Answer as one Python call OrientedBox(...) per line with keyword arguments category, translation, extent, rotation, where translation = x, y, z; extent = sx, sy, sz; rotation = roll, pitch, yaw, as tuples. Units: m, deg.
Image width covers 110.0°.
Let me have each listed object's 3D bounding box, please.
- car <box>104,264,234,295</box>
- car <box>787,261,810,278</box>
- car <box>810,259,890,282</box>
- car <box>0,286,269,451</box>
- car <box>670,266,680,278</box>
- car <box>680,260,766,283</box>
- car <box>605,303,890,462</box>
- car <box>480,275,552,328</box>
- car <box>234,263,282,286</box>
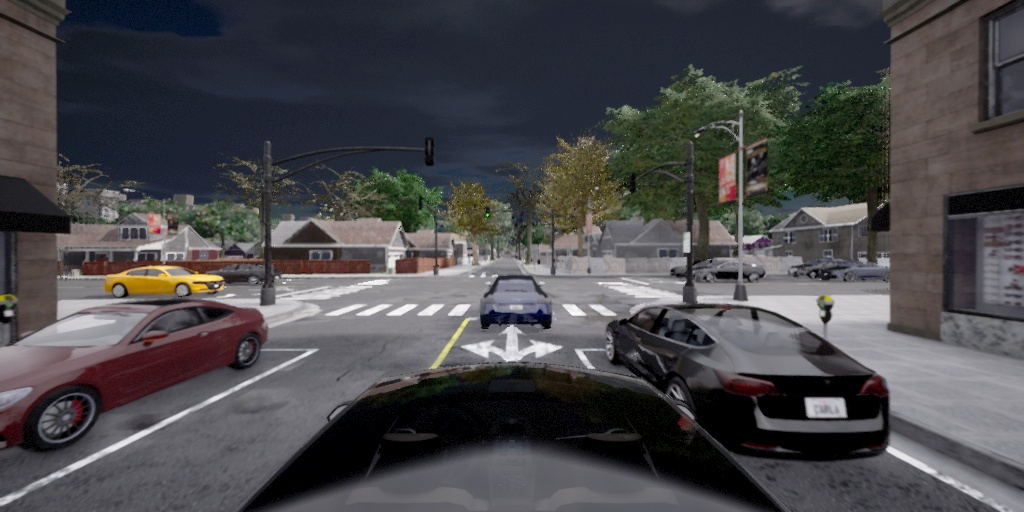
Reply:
OrientedBox(category="car", translation=(-17.451, 1.251, 18.146), extent=(5.008, 1.535, 1.882), rotation=(0, 0, 0))
OrientedBox(category="car", translation=(24.350, 0.972, 28.034), extent=(4.902, 1.511, 2.128), rotation=(0, 0, 0))
OrientedBox(category="car", translation=(23.670, 1.064, 24.792), extent=(4.181, 1.385, 1.994), rotation=(0, 0, 0))
OrientedBox(category="car", translation=(-5.386, 1.316, 5.100), extent=(1.802, 1.307, 4.207), rotation=(0, 0, 0))
OrientedBox(category="car", translation=(14.942, 1.037, 28.057), extent=(4.892, 1.490, 1.837), rotation=(0, 0, 0))
OrientedBox(category="car", translation=(14.761, 1.041, 24.799), extent=(4.902, 1.511, 2.128), rotation=(0, 0, 0))
OrientedBox(category="car", translation=(2.639, 1.300, 5.094), extent=(1.948, 1.339, 4.313), rotation=(0, 0, 0))
OrientedBox(category="car", translation=(0.102, 1.271, 11.156), extent=(1.994, 1.385, 4.181), rotation=(0, 0, 0))
OrientedBox(category="car", translation=(-18.688, 1.253, 24.848), extent=(4.892, 1.490, 1.837), rotation=(0, 0, 0))
